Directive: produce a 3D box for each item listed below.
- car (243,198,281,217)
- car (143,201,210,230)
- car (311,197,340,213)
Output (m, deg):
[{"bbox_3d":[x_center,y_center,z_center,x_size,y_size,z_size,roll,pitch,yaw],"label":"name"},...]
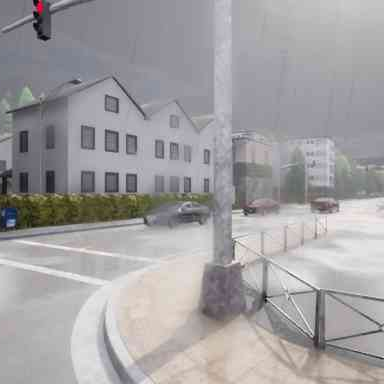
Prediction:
[{"bbox_3d":[6.312,1.289,29.691,1.882,1.535,5.008,0,0,35],"label":"car"},{"bbox_3d":[-0.783,1.305,19.715,2.128,1.511,4.902,0,0,36],"label":"car"},{"bbox_3d":[13.505,1.289,33.618,1.882,1.535,5.008,0,0,35],"label":"car"}]
